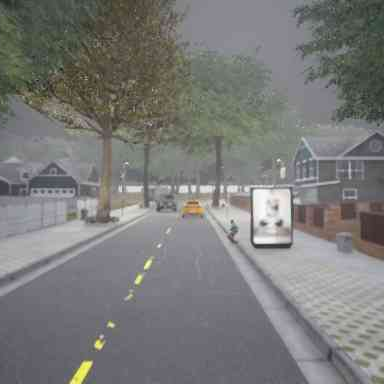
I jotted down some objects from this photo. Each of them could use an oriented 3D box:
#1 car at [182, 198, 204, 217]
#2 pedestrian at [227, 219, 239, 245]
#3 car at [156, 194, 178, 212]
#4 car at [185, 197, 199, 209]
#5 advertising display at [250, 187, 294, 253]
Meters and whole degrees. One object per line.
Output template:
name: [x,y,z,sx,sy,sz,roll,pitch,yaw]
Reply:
car: [0.082,1.483,31.103,1.882,1.535,5.008,0,0,0]
pedestrian: [1.689,1.605,13.434,0.500,1.100,0.500,1,-1,-15]
car: [-2.833,1.208,38.259,2.150,2.045,5.566,0,0,0]
car: [0.074,1.485,45.547,1.812,1.442,4.674,0,0,0]
advertising display: [2.997,1.041,12.540,1.540,2.440,0.280,-1,-1,0]
